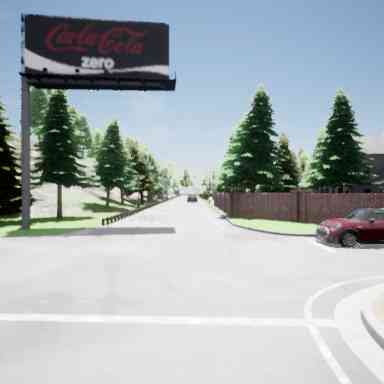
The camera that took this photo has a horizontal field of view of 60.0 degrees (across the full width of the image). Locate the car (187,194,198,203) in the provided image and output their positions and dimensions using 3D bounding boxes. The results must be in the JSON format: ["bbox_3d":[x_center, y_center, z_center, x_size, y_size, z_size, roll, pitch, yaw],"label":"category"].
[{"bbox_3d":[0.079,1.289,68.362,2.097,1.767,4.553,0,0,0],"label":"car"}]

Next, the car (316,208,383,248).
[{"bbox_3d":[8.080,1.514,15.110,4.553,1.767,2.097,0,0,0],"label":"car"}]
